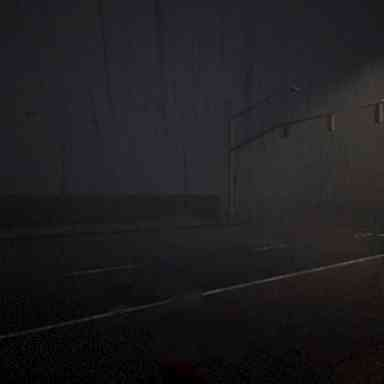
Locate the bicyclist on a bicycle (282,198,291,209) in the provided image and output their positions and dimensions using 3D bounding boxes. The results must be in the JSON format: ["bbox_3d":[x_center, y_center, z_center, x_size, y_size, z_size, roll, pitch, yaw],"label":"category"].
[{"bbox_3d":[13.946,1.749,49.195,1.656,1.620,0.582,0,0,-23],"label":"bicyclist on a bicycle"}]

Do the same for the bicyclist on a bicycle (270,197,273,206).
[{"bbox_3d":[12.942,1.611,54.103,0.582,1.620,1.656,0,0,21],"label":"bicyclist on a bicycle"}]
